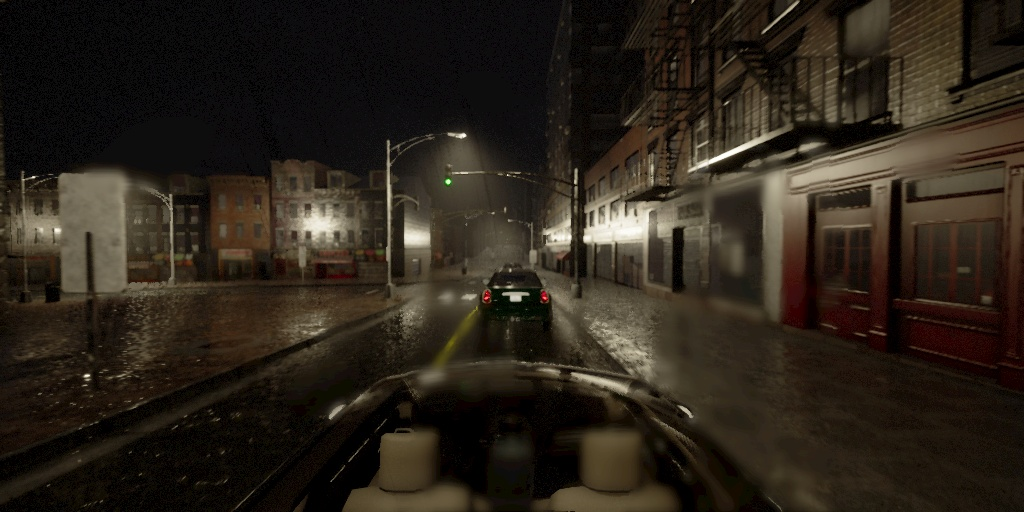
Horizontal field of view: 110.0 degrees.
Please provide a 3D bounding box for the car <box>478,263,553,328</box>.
[{"bbox_3d":[0.085,1.181,11.828,2.097,1.767,4.553,0,0,0],"label":"car"}]
